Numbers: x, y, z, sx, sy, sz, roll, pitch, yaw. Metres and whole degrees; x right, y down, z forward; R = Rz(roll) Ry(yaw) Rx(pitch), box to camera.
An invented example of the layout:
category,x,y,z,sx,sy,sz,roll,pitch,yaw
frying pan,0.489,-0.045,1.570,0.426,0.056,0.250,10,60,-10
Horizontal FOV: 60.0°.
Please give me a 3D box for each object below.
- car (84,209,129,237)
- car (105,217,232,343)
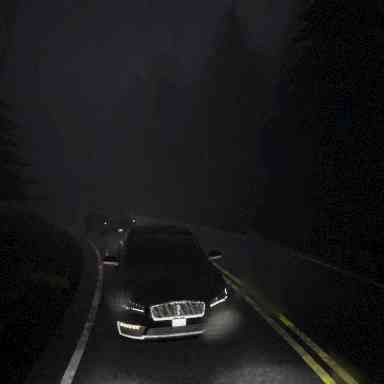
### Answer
category,x,y,z,sx,sy,sz,roll,pitch,yaw
car,-4.646,1.613,18.562,1.895,1.301,4.718,-3,1,-29
car,-0.649,1.495,6.829,1.837,1.490,4.892,-1,0,-11
